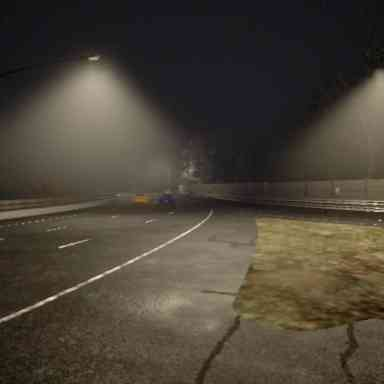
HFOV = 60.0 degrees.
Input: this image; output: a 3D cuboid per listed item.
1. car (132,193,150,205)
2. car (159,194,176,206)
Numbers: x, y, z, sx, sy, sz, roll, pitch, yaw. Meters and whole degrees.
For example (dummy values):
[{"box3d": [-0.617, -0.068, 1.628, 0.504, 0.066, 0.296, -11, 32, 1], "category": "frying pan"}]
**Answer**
[{"box3d": [-6.591, 0.885, 43.346, 1.882, 1.535, 5.008, 1, 0, -2], "category": "car"}, {"box3d": [-3.066, 0.932, 41.981, 1.882, 1.535, 5.008, 1, 0, 0], "category": "car"}]
